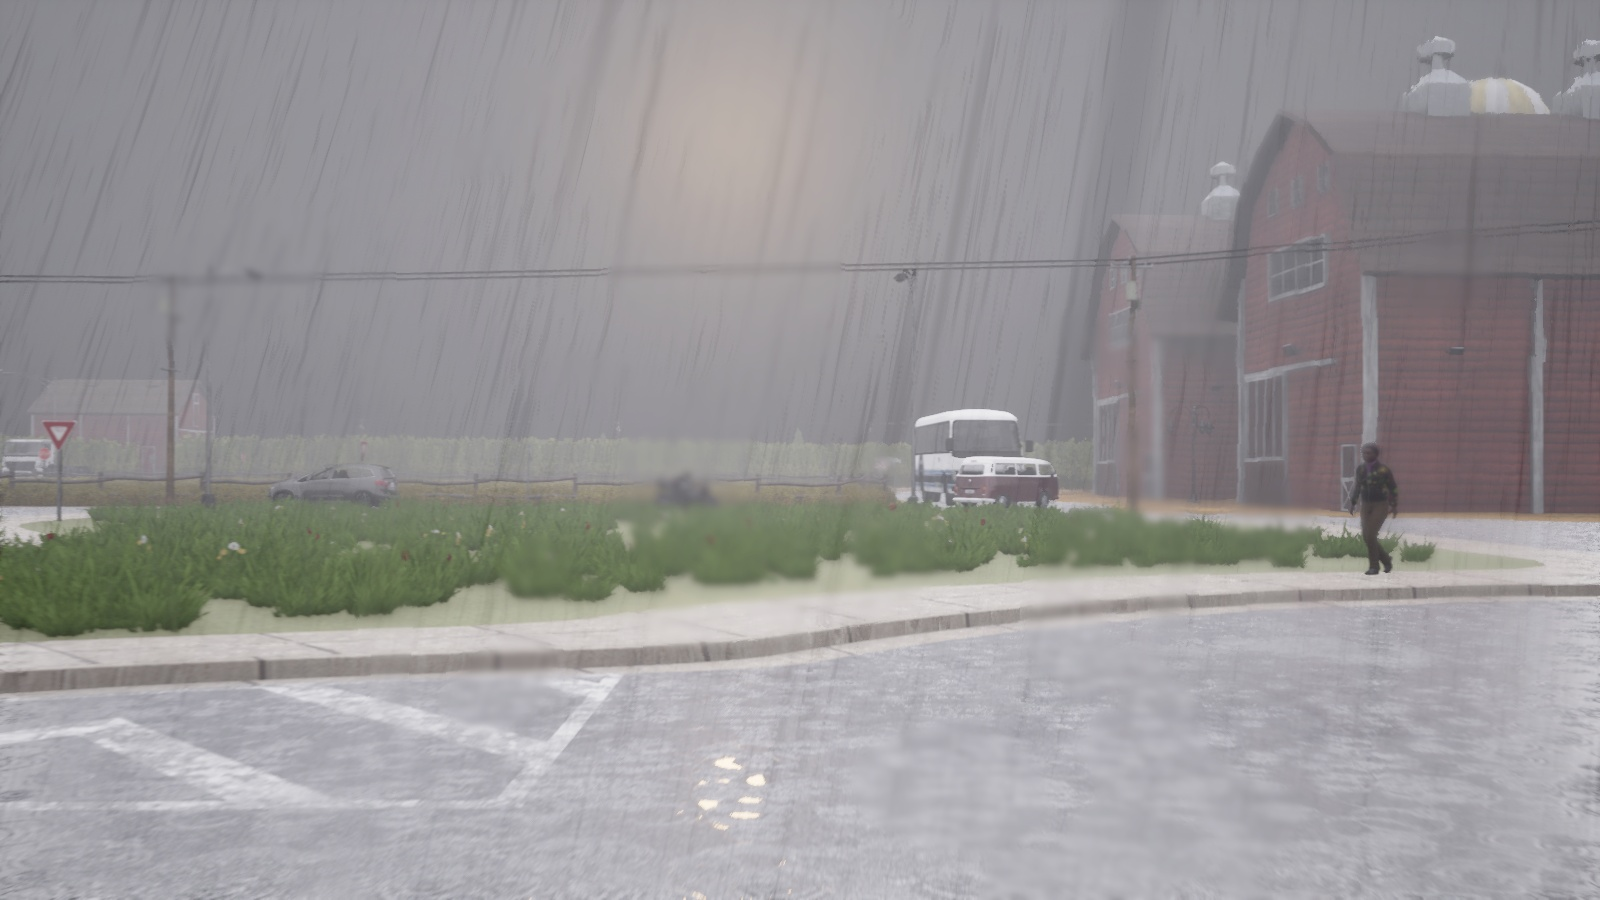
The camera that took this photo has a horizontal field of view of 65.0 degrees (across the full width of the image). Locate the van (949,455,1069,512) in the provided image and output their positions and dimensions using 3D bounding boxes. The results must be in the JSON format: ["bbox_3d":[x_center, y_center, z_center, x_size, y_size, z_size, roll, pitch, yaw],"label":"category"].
[{"bbox_3d":[7.907,1.226,47.349,4.480,2.038,2.069,1,-1,-42],"label":"van"}]

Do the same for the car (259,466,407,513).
[{"bbox_3d":[-17.106,1.433,46.214,4.611,1.667,2.242,0,-1,-2],"label":"car"}]

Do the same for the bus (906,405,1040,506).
[{"bbox_3d":[7.695,0.298,57.790,3.944,4.253,10.273,0,-1,-5],"label":"bus"}]

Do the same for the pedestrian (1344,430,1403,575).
[{"bbox_3d":[7.806,0.702,17.081,0.692,1.930,0.395,0,-1,-32],"label":"pedestrian"}]

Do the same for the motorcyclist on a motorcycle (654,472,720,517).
[{"bbox_3d":[-3.872,1.526,43.146,2.191,1.530,0.866,0,-1,-2],"label":"motorcyclist on a motorcycle"}]
